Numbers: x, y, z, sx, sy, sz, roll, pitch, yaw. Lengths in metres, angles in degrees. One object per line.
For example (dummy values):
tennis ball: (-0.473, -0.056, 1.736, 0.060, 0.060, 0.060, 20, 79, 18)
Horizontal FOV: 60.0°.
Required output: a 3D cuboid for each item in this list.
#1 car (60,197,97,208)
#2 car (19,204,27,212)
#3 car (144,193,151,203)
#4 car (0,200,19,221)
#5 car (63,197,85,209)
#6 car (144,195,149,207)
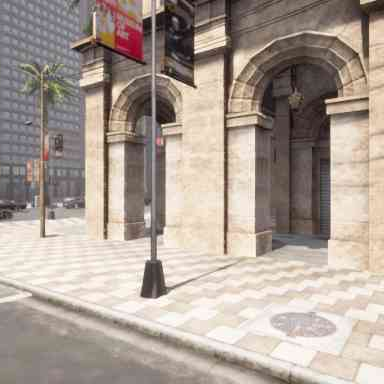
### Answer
car: (-16.515, 1.513, 48.729, 2.161, 1.482, 4.786, 0, 0, 35)
car: (-21.120, 1.601, 37.012, 1.895, 1.301, 4.718, 0, 0, 36)
car: (-9.000, 1.221, 53.879, 2.150, 2.045, 5.566, 0, 0, 35)
car: (-16.140, 1.564, 25.599, 1.994, 1.385, 4.181, 0, 0, 36)
car: (-15.065, 1.505, 45.447, 1.837, 1.490, 4.892, 0, 0, 36)
car: (-8.221, 1.477, 42.640, 1.882, 1.535, 5.008, 0, 0, 36)
